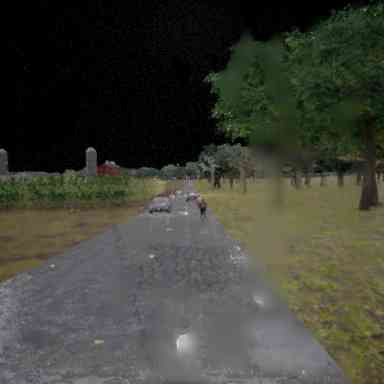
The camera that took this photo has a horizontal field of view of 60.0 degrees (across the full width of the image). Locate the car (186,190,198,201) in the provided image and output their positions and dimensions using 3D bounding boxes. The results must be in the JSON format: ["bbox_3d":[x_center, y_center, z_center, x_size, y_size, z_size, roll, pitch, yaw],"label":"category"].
[{"bbox_3d":[0.081,0.810,56.510,1.812,1.442,4.674,0,1,0],"label":"car"}]

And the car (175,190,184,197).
[{"bbox_3d":[-2.742,0.367,71.614,1.812,1.442,4.674,0,2,0],"label":"car"}]

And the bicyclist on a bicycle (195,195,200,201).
[{"bbox_3d":[0.731,1.103,32.893,0.866,1.612,1.509,0,1,0],"label":"bicyclist on a bicycle"}]

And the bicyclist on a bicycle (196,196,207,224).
[{"bbox_3d":[0.758,1.265,22.115,0.582,1.620,1.656,0,0,0],"label":"bicyclist on a bicycle"}]

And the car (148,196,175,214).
[{"bbox_3d":[-2.842,1.199,30.819,1.837,1.490,4.892,0,1,0],"label":"car"}]
